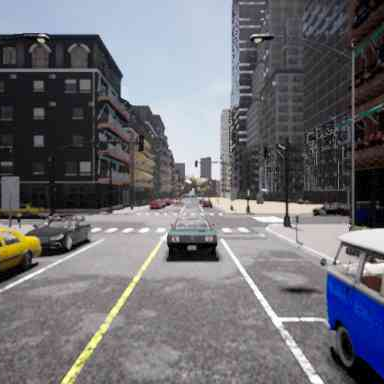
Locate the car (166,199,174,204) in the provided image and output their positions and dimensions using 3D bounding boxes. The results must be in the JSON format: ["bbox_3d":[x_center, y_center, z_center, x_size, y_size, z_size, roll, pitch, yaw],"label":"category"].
[{"bbox_3d":[-5.622,2.420,86.502,1.802,1.307,4.206,-1,-1,0],"label":"car"}]

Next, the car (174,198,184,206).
[{"bbox_3d":[-2.933,2.055,73.259,2.097,1.767,4.553,0,-1,0],"label":"car"}]

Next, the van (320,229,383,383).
[{"bbox_3d":[2.679,1.372,3.176,1.690,1.788,3.998,-1,-1,0],"label":"van"}]

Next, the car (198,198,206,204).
[{"bbox_3d":[2.730,2.439,92.200,1.887,1.381,4.507,-1,-1,0],"label":"car"}]

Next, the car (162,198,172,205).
[{"bbox_3d":[-5.634,2.165,75.205,1.967,1.590,4.097,-1,-1,0],"label":"car"}]

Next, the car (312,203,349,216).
[{"bbox_3d":[14.706,1.797,34.551,4.313,1.339,1.947,0,0,0],"label":"car"}]

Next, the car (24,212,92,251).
[{"bbox_3d":[-5.688,1.688,14.545,2.008,1.369,4.403,-1,-1,0],"label":"car"}]

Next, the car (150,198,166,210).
[{"bbox_3d":[-5.653,2.047,52.610,1.887,1.381,4.507,-1,-1,0],"label":"car"}]

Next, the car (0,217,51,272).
[{"bbox_3d":[-5.693,1.608,8.711,1.752,1.417,4.829,-1,-1,0],"label":"car"}]

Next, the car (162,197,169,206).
[{"bbox_3d":[-5.649,1.997,58.259,1.967,1.590,4.097,-1,-1,0],"label":"car"}]

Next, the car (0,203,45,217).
[{"bbox_3d":[-17.853,1.830,34.527,4.829,1.417,1.752,0,0,0],"label":"car"}]

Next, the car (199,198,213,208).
[{"bbox_3d":[2.699,2.102,58.308,1.887,1.381,4.507,-1,-1,0],"label":"car"}]

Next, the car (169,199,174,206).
[{"bbox_3d":[-5.641,1.984,69.559,2.192,1.841,5.009,-1,-1,0],"label":"car"}]

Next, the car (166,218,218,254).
[{"bbox_3d":[0.015,1.734,14.101,1.895,1.301,4.718,0,-1,0],"label":"car"}]
